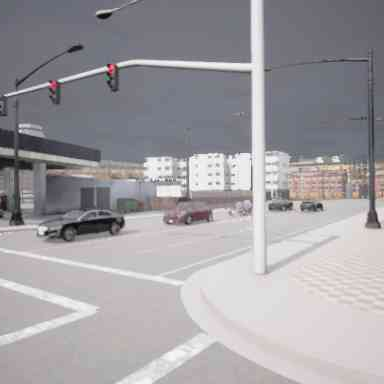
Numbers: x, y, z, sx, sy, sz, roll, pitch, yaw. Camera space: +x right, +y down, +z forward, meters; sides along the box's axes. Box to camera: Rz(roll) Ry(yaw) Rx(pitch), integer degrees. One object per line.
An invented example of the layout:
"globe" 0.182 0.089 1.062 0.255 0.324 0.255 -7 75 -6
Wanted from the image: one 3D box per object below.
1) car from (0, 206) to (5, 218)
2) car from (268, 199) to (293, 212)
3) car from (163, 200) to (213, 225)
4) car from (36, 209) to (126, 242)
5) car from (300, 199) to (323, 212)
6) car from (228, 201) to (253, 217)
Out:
"car" -20.452 1.870 33.144 3.806 1.475 1.970 -1 0 36
"car" 11.359 1.653 42.527 1.882 1.535 5.008 -1 0 35
"car" -0.261 1.525 25.723 2.097 1.767 4.553 -1 0 34
"car" -5.737 1.663 17.707 2.128 1.511 4.902 -1 0 34
"car" 14.723 1.624 40.945 2.128 1.511 4.902 -1 0 35
"car" 5.395 1.700 33.920 1.812 1.442 4.674 -1 0 35
